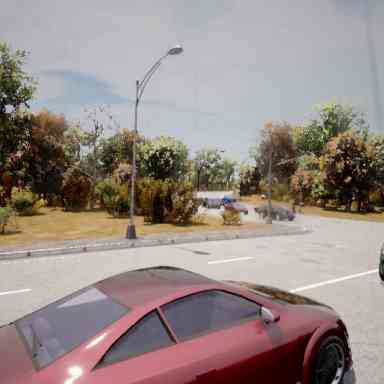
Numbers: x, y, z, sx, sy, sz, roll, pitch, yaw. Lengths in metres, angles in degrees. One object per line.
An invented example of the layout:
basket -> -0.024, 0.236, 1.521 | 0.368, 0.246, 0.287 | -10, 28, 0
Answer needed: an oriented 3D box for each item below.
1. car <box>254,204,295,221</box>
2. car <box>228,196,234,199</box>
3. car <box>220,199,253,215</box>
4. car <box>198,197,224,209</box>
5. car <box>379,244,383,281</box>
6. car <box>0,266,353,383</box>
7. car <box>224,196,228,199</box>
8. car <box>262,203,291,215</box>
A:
car -> 9.309, 2.295, 36.708 | 1.837, 1.490, 4.892 | 3, -1, -23
car -> 7.631, 1.616, 69.254 | 1.882, 1.535, 5.008 | 2, 2, -8
car -> 5.960, 2.203, 45.364 | 1.812, 1.442, 4.674 | 3, 0, -19
car -> 3.135, 1.751, 54.926 | 2.097, 1.767, 4.553 | 3, 1, -14
car -> 6.942, 1.485, 8.756 | 4.553, 1.767, 2.097 | 2, -1, -36
car -> -0.075, 1.571, 3.696 | 4.181, 1.385, 1.994 | 0, 0, -36
car -> 4.862, 1.747, 64.427 | 1.994, 1.385, 4.181 | 2, 2, -10
car -> 12.343, 2.493, 48.763 | 1.812, 1.442, 4.674 | 3, 1, -19
